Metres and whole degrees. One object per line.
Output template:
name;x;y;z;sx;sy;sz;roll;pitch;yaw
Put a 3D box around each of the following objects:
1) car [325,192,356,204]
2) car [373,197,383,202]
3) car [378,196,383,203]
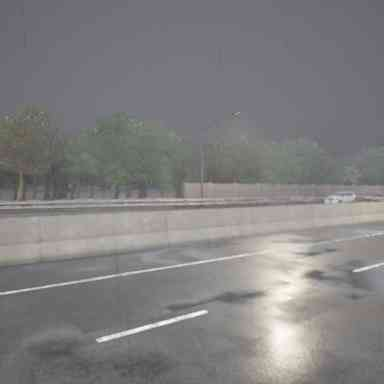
car;22.427;1.006;50.000;5.566;2.045;2.150;0;0;-35
car;25.527;1.312;43.634;4.674;1.442;1.812;0;0;-35
car;35.160;1.305;59.043;4.718;1.301;1.895;0;0;-36
